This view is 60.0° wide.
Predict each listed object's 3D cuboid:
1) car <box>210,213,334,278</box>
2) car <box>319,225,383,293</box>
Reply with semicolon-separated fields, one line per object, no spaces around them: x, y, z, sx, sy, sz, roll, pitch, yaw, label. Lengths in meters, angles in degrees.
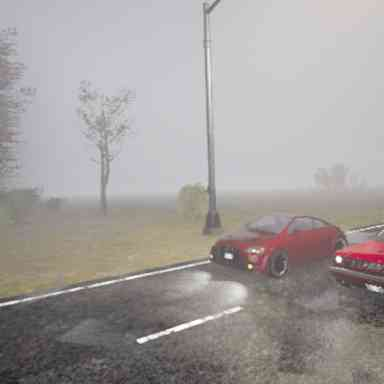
2.538;1.329;9.449;4.181;1.385;1.994;-3;2;-35;car
5.091;1.337;7.275;4.718;1.301;1.895;-3;2;-35;car
